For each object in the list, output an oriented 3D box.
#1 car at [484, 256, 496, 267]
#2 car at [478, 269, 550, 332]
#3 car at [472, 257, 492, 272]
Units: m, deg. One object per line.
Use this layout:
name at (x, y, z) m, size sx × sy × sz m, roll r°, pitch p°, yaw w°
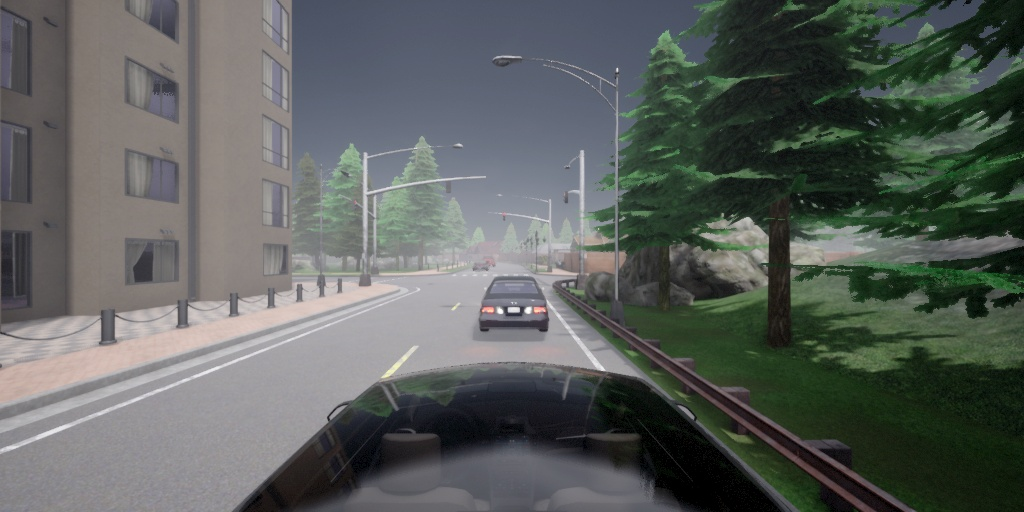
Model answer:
car at (-4.089, 0.940, 62.732) m, size 2.150 × 2.045 × 5.566 m, roll 0°, pitch 0°, yaw 0°
car at (0.066, 1.297, 10.824) m, size 2.033 × 1.411 × 5.357 m, roll 0°, pitch 0°, yaw 1°
car at (-4.009, 1.243, 46.443) m, size 1.812 × 1.442 × 4.674 m, roll 0°, pitch 0°, yaw 0°
